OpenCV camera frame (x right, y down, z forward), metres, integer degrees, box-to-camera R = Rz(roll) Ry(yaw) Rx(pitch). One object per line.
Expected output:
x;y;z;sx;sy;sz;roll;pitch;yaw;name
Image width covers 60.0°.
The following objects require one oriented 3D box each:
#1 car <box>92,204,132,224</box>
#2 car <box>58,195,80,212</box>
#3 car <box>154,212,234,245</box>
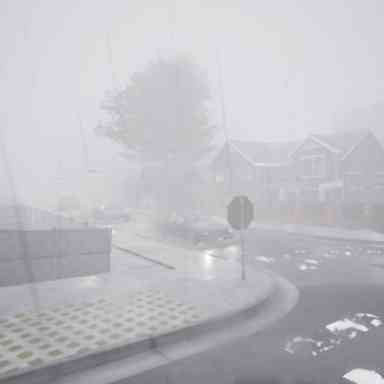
-6.884;1.750;27.921;2.033;1.411;5.357;-2;1;-32;car
-16.389;1.456;44.265;2.150;2.045;5.566;-2;1;-29;car
-0.136;1.750;17.292;2.033;1.411;5.357;-2;1;-32;car
